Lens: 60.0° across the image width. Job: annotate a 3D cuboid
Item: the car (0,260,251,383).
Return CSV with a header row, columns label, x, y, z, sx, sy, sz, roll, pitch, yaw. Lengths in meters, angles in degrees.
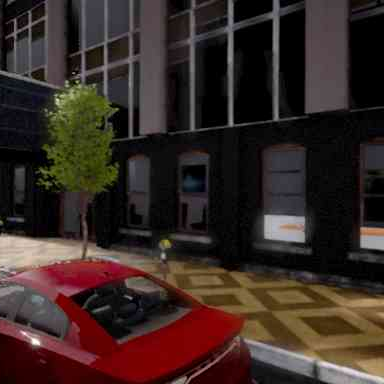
label,x,y,z,sx,sy,sz,roll,pitch,yaw
car,-1.539,1.518,3.970,4.507,1.381,1.887,1,0,35
